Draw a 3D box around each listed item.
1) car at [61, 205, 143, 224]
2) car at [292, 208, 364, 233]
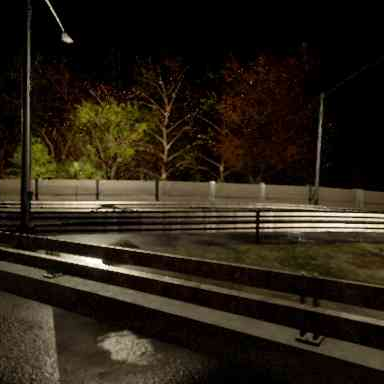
[{"bbox_3d":[-4.741,1.408,17.673,4.181,1.385,1.994,0,0,-9],"label":"car"},{"bbox_3d":[8.283,1.653,20.325,4.181,1.385,1.994,3,0,-12],"label":"car"}]
